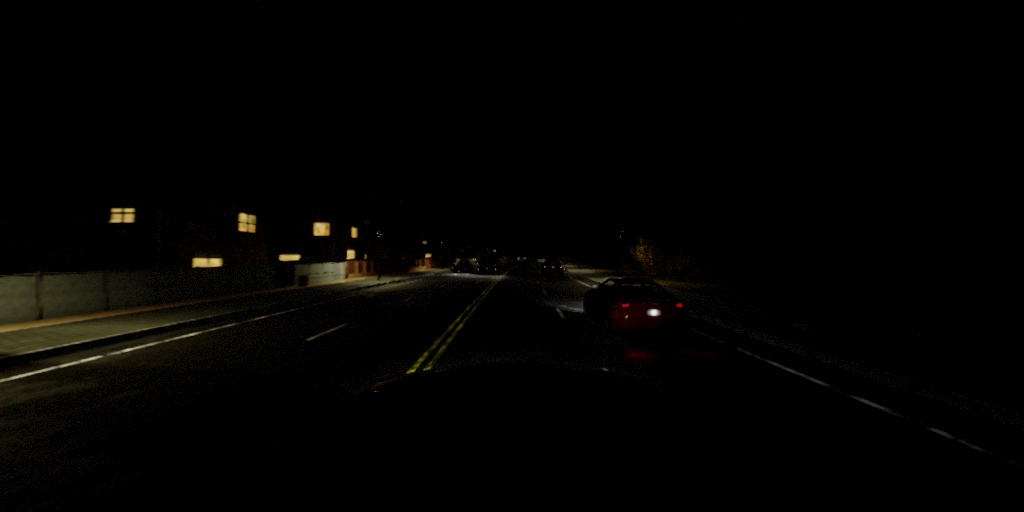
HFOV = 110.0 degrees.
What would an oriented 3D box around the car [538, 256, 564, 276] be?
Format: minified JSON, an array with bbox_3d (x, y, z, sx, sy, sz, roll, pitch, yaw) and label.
[{"bbox_3d":[4.032,1.106,36.550,2.097,1.767,4.553,0,0,2],"label":"car"}]

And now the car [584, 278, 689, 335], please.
[{"bbox_3d":[3.402,1.320,10.550,1.994,1.385,4.181,0,0,1],"label":"car"}]

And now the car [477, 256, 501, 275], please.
[{"bbox_3d":[-2.496,0.973,40.201,2.150,2.045,5.566,0,0,3],"label":"car"}]

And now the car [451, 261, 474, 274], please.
[{"bbox_3d":[-5.674,1.295,41.890,2.033,1.411,5.357,0,0,3],"label":"car"}]
